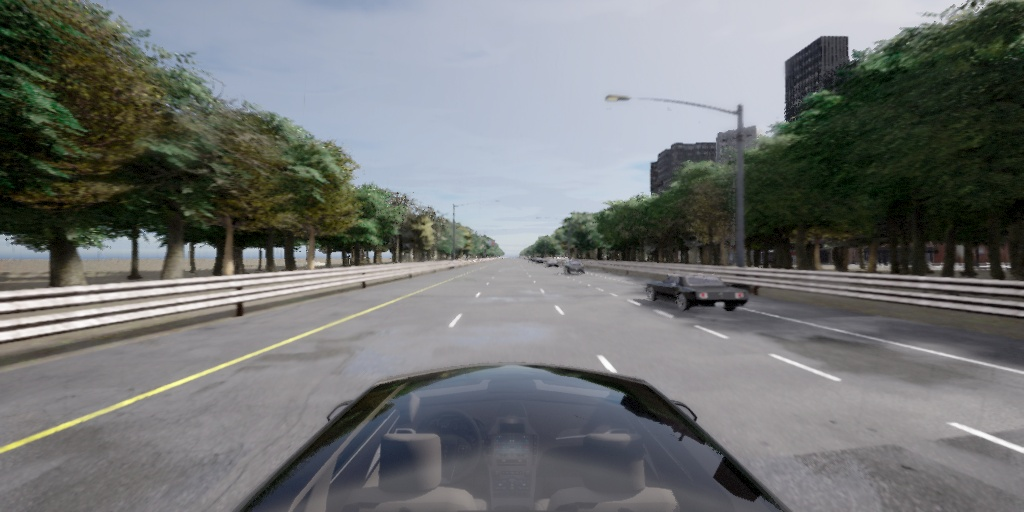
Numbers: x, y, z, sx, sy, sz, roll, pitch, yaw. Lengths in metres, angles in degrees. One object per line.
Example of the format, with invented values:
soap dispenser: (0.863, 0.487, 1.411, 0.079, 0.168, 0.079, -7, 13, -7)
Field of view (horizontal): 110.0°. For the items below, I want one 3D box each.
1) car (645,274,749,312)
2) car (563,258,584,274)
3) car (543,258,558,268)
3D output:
car: (7.000, 1.355, 14.279, 1.895, 1.301, 4.718, 0, 0, 0)
car: (7.012, 1.266, 41.176, 2.128, 1.511, 4.902, 0, 0, 0)
car: (7.074, 1.405, 64.165, 1.895, 1.301, 4.718, 0, 0, 0)
